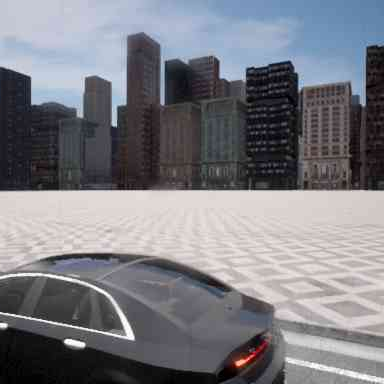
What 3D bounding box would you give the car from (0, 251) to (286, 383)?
[{"bbox_3d":[-1.421,1.504,3.975,4.892,1.490,1.837,0,0,27],"label":"car"}]
